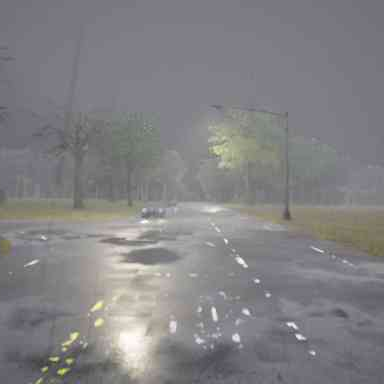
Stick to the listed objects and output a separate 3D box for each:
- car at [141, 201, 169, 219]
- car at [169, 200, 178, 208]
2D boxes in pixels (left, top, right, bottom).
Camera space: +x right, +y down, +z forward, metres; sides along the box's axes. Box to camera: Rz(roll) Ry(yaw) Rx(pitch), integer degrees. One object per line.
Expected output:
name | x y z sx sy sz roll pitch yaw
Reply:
car | -3.651 1.704 32.488 2.097 1.767 4.553 0 -1 0
car | -3.887 2.311 65.441 1.837 1.490 4.892 0 0 0
